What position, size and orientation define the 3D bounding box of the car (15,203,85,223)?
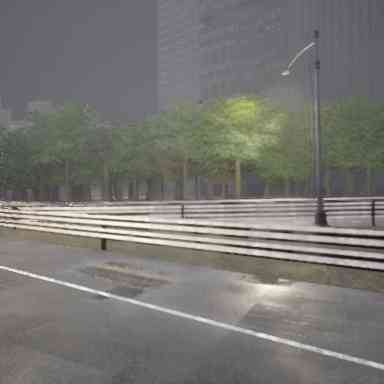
[{"bbox_3d":[-10.907,1.556,25.378,5.357,1.411,2.033,0,0,11],"label":"car"}]
